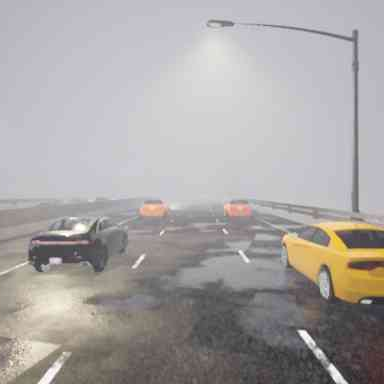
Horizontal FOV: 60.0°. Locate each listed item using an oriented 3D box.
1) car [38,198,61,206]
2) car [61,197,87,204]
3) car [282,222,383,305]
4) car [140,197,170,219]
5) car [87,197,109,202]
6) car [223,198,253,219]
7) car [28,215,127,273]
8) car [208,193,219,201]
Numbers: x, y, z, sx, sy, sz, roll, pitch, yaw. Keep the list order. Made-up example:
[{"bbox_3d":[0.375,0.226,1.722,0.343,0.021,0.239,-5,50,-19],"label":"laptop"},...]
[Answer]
[{"bbox_3d":[-20.338,1.534,48.463,2.033,1.411,5.357,0,0,2],"label":"car"},{"bbox_3d":[-16.816,1.480,49.099,2.128,1.511,4.902,0,0,2],"label":"car"},{"bbox_3d":[3.634,1.470,8.167,1.882,1.535,5.008,0,0,0],"label":"car"},{"bbox_3d":[-3.125,1.331,28.649,2.097,1.767,4.553,0,0,1],"label":"car"},{"bbox_3d":[-13.325,1.495,48.850,1.837,1.490,4.892,0,0,2],"label":"car"},{"bbox_3d":[3.875,1.333,28.650,2.097,1.767,4.553,0,0,1],"label":"car"},{"bbox_3d":[-3.349,1.478,10.624,2.128,1.511,4.902,0,0,0],"label":"car"},{"bbox_3d":[5.673,1.414,84.744,2.097,1.767,4.553,0,0,3],"label":"car"}]
